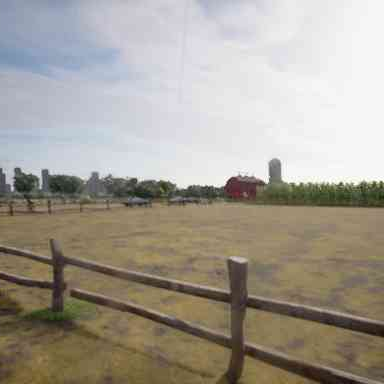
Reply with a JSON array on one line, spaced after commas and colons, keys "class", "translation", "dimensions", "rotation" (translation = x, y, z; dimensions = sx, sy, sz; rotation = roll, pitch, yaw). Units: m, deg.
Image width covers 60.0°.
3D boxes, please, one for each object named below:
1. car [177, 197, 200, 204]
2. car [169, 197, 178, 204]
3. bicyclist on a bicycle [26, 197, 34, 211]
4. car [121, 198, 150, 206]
[{"class": "car", "translation": [-0.232, 1.762, 67.577], "dimensions": [1.895, 1.301, 4.718], "rotation": [-2, -2, 36]}, {"class": "car", "translation": [-2.889, 1.744, 68.579], "dimensions": [1.837, 1.490, 4.892], "rotation": [-2, -3, 32]}, {"class": "bicyclist on a bicycle", "translation": [-18.176, 1.410, 37.295], "dimensions": [1.656, 1.620, 0.582], "rotation": [0, 0, 36]}, {"class": "car", "translation": [-9.258, 1.617, 55.036], "dimensions": [2.033, 1.411, 5.357], "rotation": [-2, -1, 36]}]
